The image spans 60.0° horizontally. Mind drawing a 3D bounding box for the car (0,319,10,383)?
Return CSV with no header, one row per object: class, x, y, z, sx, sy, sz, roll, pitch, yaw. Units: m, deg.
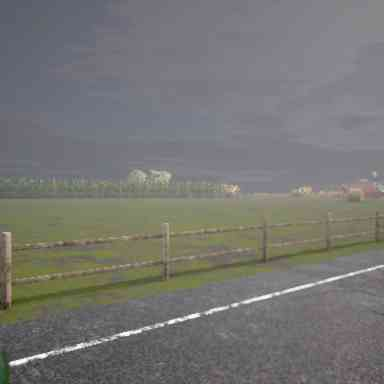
car,-3.851,1.217,1.245,5.566,2.045,2.150,0,0,-36
